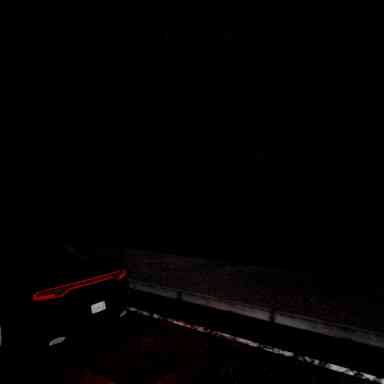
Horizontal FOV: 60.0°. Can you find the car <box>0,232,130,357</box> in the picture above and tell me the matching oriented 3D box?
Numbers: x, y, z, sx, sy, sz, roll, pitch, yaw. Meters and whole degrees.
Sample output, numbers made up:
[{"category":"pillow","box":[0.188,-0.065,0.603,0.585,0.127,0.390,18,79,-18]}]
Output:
[{"category":"car","box":[-3.371,1.477,6.094,5.008,1.535,1.882,0,0,34]}]
